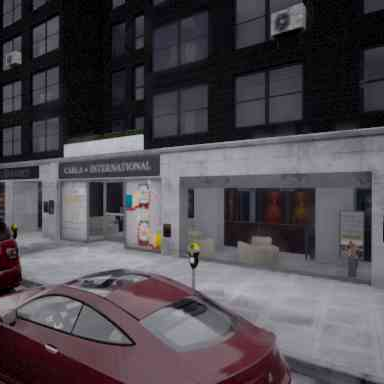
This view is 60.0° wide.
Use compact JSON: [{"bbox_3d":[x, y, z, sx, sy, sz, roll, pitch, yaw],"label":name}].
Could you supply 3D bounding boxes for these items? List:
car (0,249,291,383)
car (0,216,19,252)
[{"bbox_3d":[-1.031,1.582,3.817,4.206,1.307,1.802,0,0,36],"label":"car"},{"bbox_3d":[-5.635,1.314,7.109,5.009,1.841,2.192,0,0,36],"label":"car"}]
